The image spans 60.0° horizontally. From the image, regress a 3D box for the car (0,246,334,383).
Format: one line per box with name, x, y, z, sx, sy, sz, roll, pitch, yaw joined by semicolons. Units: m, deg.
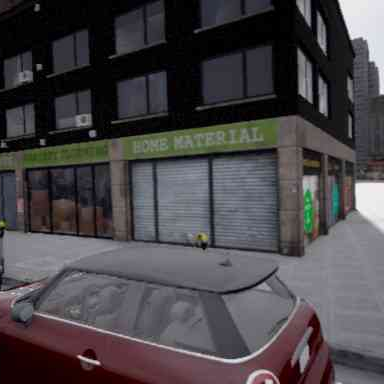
car;-0.778;1.340;3.616;4.097;1.590;1.967;-1;2;31
